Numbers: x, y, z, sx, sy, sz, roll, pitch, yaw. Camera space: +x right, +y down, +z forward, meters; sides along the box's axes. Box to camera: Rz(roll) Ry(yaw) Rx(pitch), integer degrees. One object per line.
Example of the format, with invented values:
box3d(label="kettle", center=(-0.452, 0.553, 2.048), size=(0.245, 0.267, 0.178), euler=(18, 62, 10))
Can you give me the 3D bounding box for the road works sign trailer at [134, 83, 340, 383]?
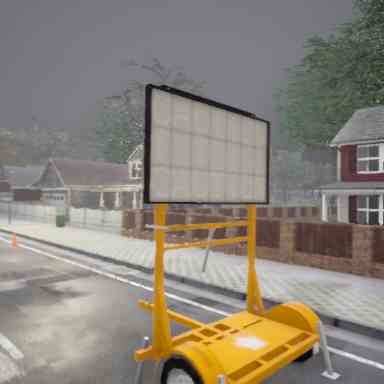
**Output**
box3d(label="road works sign trailer", center=(0.161, 0.565, 4.589), size=(2.380, 3.560, 2.880), euler=(2, -2, -45))
